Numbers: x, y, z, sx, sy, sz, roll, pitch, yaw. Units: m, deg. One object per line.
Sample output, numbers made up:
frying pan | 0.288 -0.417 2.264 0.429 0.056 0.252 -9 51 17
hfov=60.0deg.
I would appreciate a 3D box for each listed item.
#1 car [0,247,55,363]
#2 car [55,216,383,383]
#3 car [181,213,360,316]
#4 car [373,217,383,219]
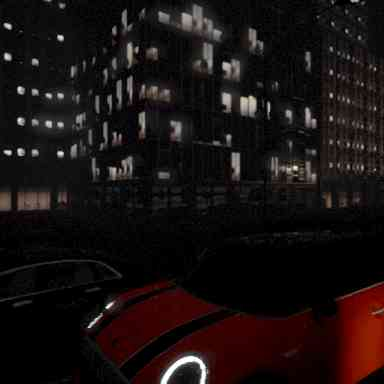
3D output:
car | -2.508 1.550 4.772 4.403 1.369 2.008 0 0 -36
car | 0.997 1.349 4.091 4.553 1.767 2.097 0 0 -36
car | 1.994 1.434 7.988 4.097 1.590 1.967 0 0 -36
car | 6.495 1.540 11.204 4.403 1.369 2.008 0 0 -36
